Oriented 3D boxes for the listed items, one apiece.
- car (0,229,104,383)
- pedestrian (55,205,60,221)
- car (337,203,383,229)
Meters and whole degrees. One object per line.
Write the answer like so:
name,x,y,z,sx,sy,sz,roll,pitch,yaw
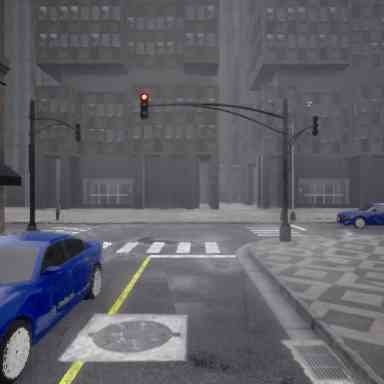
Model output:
car,-2.957,1.477,5.567,1.882,1.535,5.008,0,0,1
pedestrian,-9.827,1.530,24.340,0.500,1.100,0.500,0,0,1
car,11.803,1.457,21.054,5.008,1.535,1.882,0,0,1
